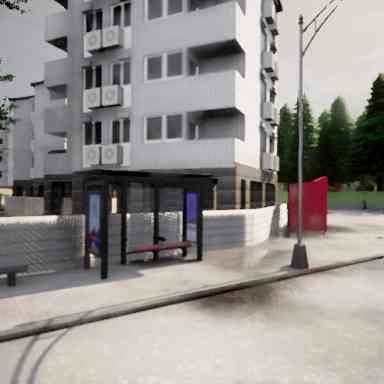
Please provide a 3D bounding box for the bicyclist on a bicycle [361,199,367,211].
[{"bbox_3d":[24.005,1.783,46.406,1.656,1.620,0.582,0,0,-36],"label":"bicyclist on a bicycle"}]
